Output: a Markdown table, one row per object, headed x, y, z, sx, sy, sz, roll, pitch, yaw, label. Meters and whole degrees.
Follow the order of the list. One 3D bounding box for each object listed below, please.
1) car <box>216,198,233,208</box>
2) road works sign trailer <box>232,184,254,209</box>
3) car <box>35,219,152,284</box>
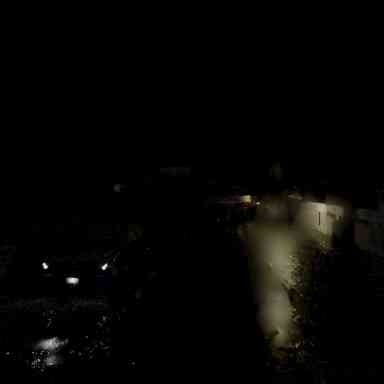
| x | y | z | sx | sy | sz | roll | pitch | yaw | label |
| --- | --- | --- | --- | --- | --- | --- | --- | --- | --- |
| 5.096 | 1.658 | 50.331 | 1.812 | 1.442 | 4.674 | 0 | 0 | 18 | car |
| 7.170 | 0.579 | 47.997 | 2.380 | 3.560 | 2.880 | 0 | 0 | 19 | road works sign trailer |
| -2.449 | 1.551 | 9.913 | 2.033 | 1.411 | 5.357 | 0 | 0 | 4 | car |
